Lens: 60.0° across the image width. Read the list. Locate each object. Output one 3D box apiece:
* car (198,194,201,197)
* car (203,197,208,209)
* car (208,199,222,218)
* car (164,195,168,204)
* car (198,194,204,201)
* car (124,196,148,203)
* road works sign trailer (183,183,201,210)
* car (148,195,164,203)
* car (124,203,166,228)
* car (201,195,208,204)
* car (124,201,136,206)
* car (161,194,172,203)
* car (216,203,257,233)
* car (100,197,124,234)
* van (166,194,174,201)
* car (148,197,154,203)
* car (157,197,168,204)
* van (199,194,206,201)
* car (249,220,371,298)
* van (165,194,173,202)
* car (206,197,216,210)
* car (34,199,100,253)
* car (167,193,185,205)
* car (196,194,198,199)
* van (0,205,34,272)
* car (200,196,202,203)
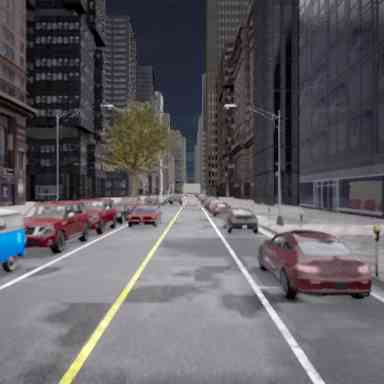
[{"bbox_3d":[2.766,1.575,70.680,1.967,1.590,4.097,0,0,0],"label":"car"},{"bbox_3d":[2.765,1.655,42.292,1.802,1.307,4.206,0,0,0],"label":"car"},{"bbox_3d":[2.764,1.634,30.937,1.802,1.307,4.206,0,0,0],"label":"car"},{"bbox_3d":[-5.759,1.634,59.147,1.752,1.417,4.829,0,0,0],"label":"car"},{"bbox_3d":[2.766,1.673,65.002,2.008,1.369,4.403,0,0,0],"label":"car"},{"bbox_3d":[-5.761,1.367,30.931,2.192,1.841,5.009,0,0,0],"label":"car"},{"bbox_3d":[0.004,0.541,44.028,2.380,3.560,2.880,0,0,0],"label":"road works sign trailer"},{"bbox_3d":[-5.760,1.399,47.962,2.192,1.841,5.009,0,0,0],"label":"car"},{"bbox_3d":[-3.099,1.638,22.603,1.895,1.301,4.718,0,0,0],"label":"car"},{"bbox_3d":[2.765,1.525,47.970,1.967,1.590,4.097,0,0,0],"label":"car"},{"bbox_3d":[-5.761,1.608,25.253,1.947,1.339,4.313,0,0,0],"label":"car"},{"bbox_3d":[-5.758,1.462,76.350,2.192,1.841,5.009,0,0,0],"label":"car"},{"bbox_3d":[2.763,1.583,19.582,2.008,1.369,4.403,0,0,0],"label":"car"},{"bbox_3d":[-5.762,1.347,19.576,2.192,1.841,5.009,0,0,0],"label":"car"},{"bbox_3d":[-5.758,1.515,87.705,1.690,1.788,3.998,0,0,0],"label":"van"},{"bbox_3d":[-5.760,1.613,36.607,2.008,1.369,4.403,0,0,0],"label":"car"},{"bbox_3d":[-5.759,1.703,64.995,1.802,1.307,4.206,0,0,0],"label":"car"},{"bbox_3d":[2.767,1.515,87.714,1.690,1.788,3.998,0,0,0],"label":"van"},{"bbox_3d":[2.763,1.596,8.227,1.802,1.307,4.206,0,0,0],"label":"car"},{"bbox_3d":[-5.758,1.501,82.027,1.690,1.788,3.998,0,0,0],"label":"van"},{"bbox_3d":[2.764,1.588,36.785,1.752,1.417,4.829,0,0,0],"label":"car"},{"bbox_3d":[-5.762,1.338,13.899,2.192,1.841,5.009,0,0,0],"label":"car"},{"bbox_3d":[-3.016,1.338,63.080,2.150,2.045,5.566,0,0,1],"label":"car"},{"bbox_3d":[2.767,1.712,82.035,2.008,1.369,4.403,0,0,0],"label":"car"},{"bbox_3d":[-5.762,1.354,8.221,1.690,1.788,3.998,0,0,0],"label":"van"},{"bbox_3d":[2.766,1.663,53.648,1.947,1.339,4.313,0,0,0],"label":"car"}]
